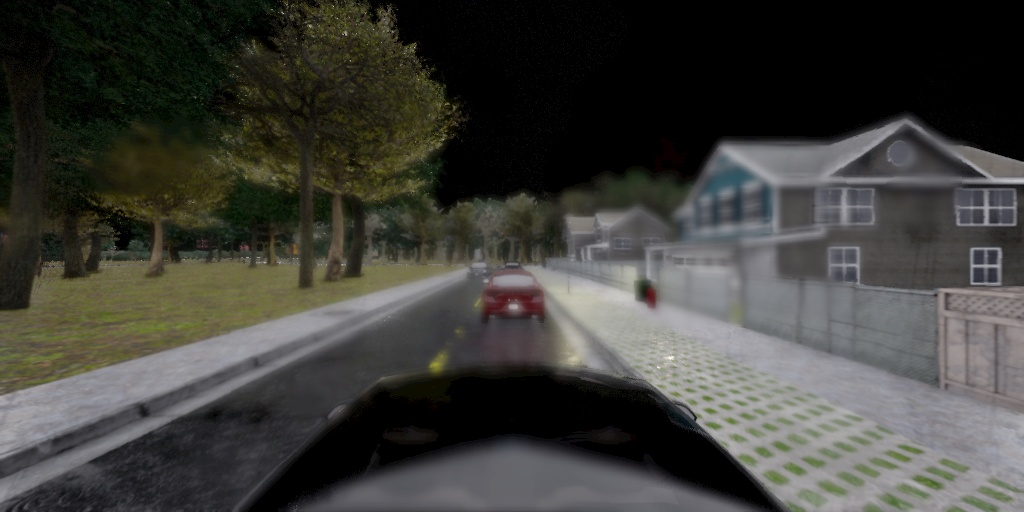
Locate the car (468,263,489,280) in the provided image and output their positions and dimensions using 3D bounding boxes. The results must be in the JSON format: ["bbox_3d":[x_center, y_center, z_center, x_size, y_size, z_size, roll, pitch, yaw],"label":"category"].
[{"bbox_3d":[-2.831,1.361,32.698,1.812,1.442,4.674,0,0,0],"label":"car"}]

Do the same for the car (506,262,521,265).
[{"bbox_3d":[0.114,1.343,33.388,1.837,1.490,4.892,0,0,0],"label":"car"}]

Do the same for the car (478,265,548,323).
[{"bbox_3d":[0.094,1.254,12.214,1.882,1.535,5.008,0,0,0],"label":"car"}]
